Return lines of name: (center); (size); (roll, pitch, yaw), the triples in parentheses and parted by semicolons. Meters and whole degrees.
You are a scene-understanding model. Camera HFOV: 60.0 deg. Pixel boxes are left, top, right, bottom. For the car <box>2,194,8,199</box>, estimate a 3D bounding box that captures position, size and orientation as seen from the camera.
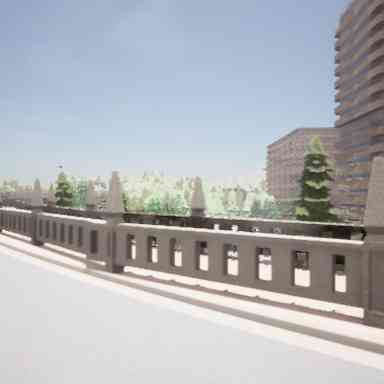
car: (-33.879, 1.363, 58.328); (2.150, 2.045, 5.566); (0, 0, -8)
